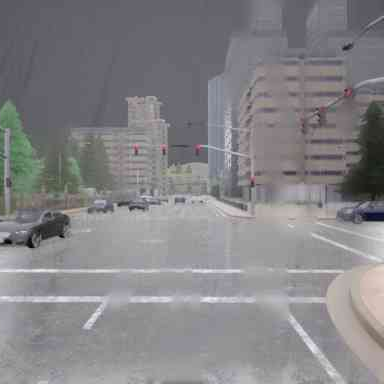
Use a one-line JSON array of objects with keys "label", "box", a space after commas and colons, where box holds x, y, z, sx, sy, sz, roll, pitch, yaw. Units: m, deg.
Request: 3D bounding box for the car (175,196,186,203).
[{"label": "car", "box": [-2.472, 1.477, 67.289, 1.882, 1.535, 5.008, 0, 0, 1]}]

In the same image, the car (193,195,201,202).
[{"label": "car", "box": [1.117, 1.521, 76.625, 1.812, 1.442, 4.674, 0, 0, 1]}]

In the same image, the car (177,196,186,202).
[{"label": "car", "box": [-2.382, 1.593, 76.688, 1.895, 1.301, 4.718, 0, 0, 1]}]

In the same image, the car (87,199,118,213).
[{"label": "car", "box": [-9.854, 1.526, 36.416, 1.812, 1.442, 4.674, 0, 0, 1]}]

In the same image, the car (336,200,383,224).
[{"label": "car", "box": [12.943, 1.352, 24.092, 4.553, 1.767, 2.097, 0, 0, 1]}]

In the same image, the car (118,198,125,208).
[{"label": "car", "box": [-9.744, 1.600, 49.159, 1.895, 1.301, 4.718, 0, 0, 1]}]

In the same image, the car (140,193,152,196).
[{"label": "car", "box": [-9.460, 1.221, 68.614, 2.150, 2.045, 5.566, 0, 0, 1]}]

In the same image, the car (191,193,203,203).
[{"label": "car", "box": [1.024, 1.221, 66.939, 2.150, 2.045, 5.566, 0, 0, 1]}]

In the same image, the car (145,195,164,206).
[{"label": "car", "box": [-6.188, 1.564, 54.193, 1.994, 1.385, 4.181, 0, 0, 1]}]

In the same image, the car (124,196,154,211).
[{"label": "car", "box": [-6.333, 1.547, 40.295, 2.033, 1.411, 5.357, 0, 0, 1]}]

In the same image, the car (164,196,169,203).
[{"label": "car", "box": [-5.953, 1.471, 69.377, 1.882, 1.535, 5.008, 0, 0, 1]}]

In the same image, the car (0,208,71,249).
[{"label": "car", "box": [-6.945, 1.491, 14.543, 2.128, 1.511, 4.902, 0, 0, 1]}]
